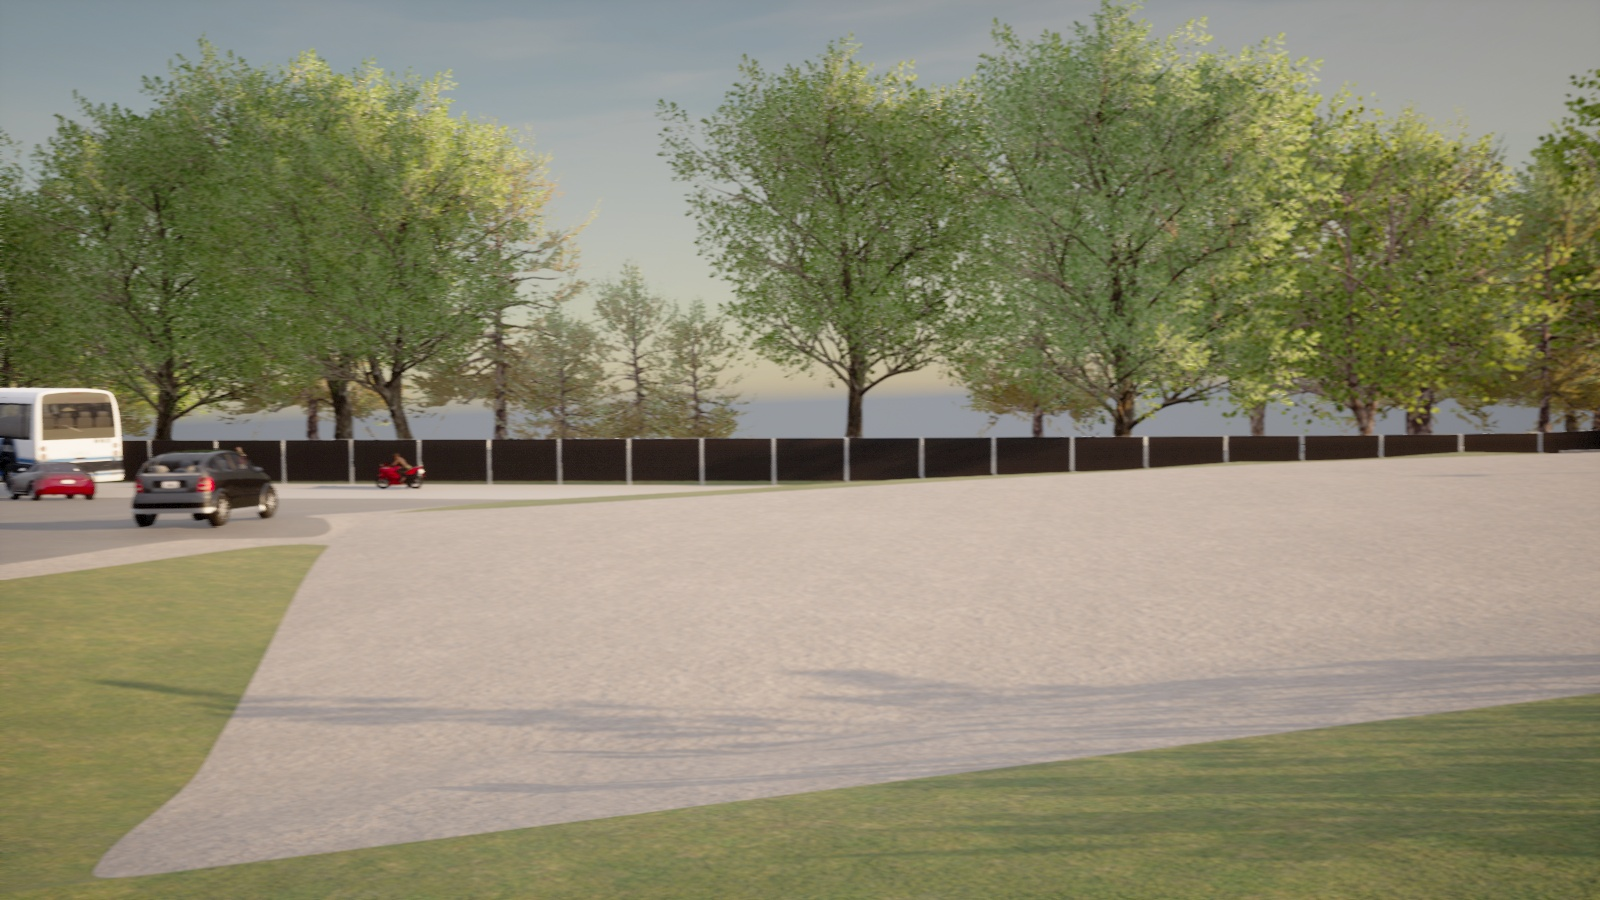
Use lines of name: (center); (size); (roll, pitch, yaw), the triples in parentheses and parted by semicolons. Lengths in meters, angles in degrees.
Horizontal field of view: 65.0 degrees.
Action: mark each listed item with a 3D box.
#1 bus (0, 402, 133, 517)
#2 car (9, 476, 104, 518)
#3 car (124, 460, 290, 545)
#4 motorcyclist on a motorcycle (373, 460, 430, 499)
bus: (-32.641, 0.216, 52.888); (10.273, 4.253, 3.944); (1, 5, 38)
car: (-26.578, 1.662, 44.820); (1.994, 1.385, 4.181); (0, -1, -44)
car: (-12.407, 1.042, 26.544); (1.789, 1.549, 3.705); (-2, 0, -2)
motorcyclist on a motorcycle: (-16.481, 1.221, 51.968); (2.044, 1.523, 0.797); (-1, 3, 5)
